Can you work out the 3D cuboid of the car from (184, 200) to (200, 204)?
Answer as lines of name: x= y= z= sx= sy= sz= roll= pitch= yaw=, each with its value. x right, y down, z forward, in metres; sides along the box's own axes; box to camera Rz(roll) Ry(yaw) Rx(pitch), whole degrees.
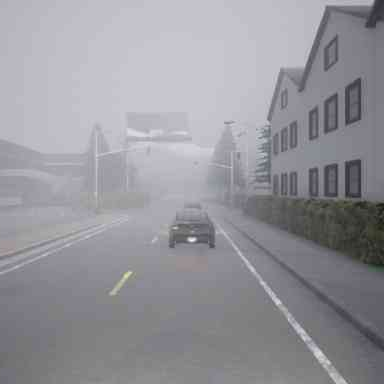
car: x=0.000 y=1.515 z=29.650 sx=1.837 sy=1.490 sz=4.892 roll=0 pitch=0 yaw=0

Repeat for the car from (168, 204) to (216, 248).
car: x=0.000 y=1.514 z=14.650 sx=1.837 sy=1.490 sz=4.892 roll=0 pitch=0 yaw=0

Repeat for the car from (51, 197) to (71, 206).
car: x=-22.171 y=1.669 z=58.170 sx=4.611 sy=1.667 sz=2.242 roll=0 pitch=0 yaw=0
